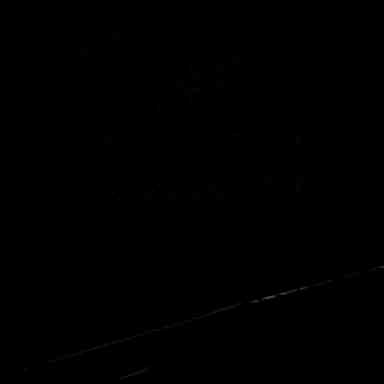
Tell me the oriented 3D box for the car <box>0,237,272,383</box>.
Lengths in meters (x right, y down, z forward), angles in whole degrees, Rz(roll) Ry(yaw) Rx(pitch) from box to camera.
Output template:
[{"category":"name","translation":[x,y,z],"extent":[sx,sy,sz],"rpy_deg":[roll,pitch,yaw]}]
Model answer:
[{"category":"car","translation":[-1.426,1.380,2.895],"extent":[4.553,1.767,2.097],"rpy_deg":[1,-1,-37]}]
